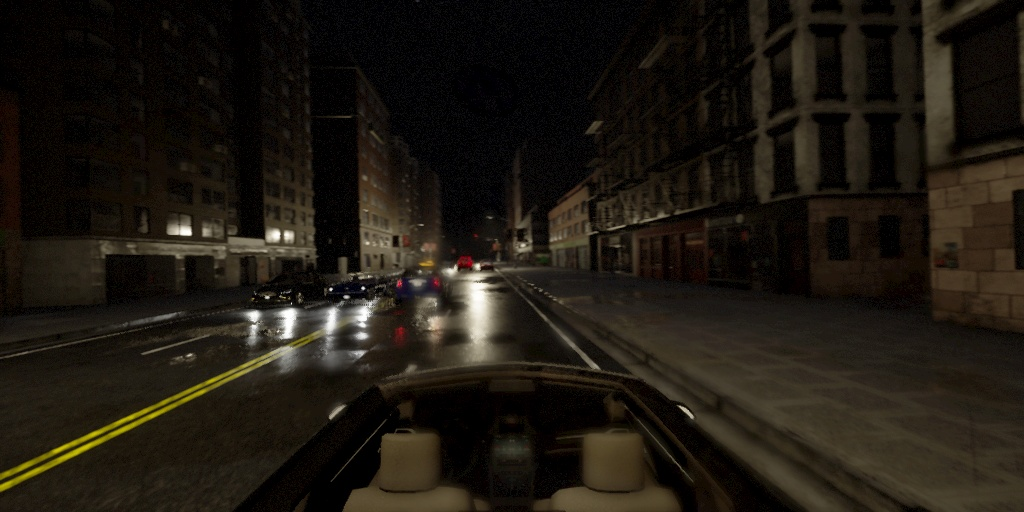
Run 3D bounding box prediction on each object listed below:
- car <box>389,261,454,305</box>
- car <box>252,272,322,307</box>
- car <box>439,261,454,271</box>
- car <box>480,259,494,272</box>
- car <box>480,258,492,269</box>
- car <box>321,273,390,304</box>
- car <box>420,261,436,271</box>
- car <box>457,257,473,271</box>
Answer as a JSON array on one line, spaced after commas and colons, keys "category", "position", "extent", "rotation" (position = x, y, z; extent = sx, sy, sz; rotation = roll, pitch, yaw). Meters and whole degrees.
[{"category": "car", "position": [-4.226, 1.242, 17.581], "extent": [2.097, 1.767, 4.553], "rotation": [-2, 0, -4]}, {"category": "car", "position": [-10.990, 1.592, 18.237], "extent": [1.837, 1.490, 4.892], "rotation": [-2, 0, -4]}, {"category": "car", "position": [-10.994, 1.612, 60.692], "extent": [1.882, 1.535, 5.008], "rotation": [-2, 0, -4]}, {"category": "car", "position": [-3.585, 1.472, 51.031], "extent": [1.994, 1.385, 4.181], "rotation": [-2, 0, -4]}, {"category": "car", "position": [-4.734, 1.309, 64.425], "extent": [2.097, 1.767, 4.553], "rotation": [-2, 0, -4]}, {"category": "car", "position": [-7.764, 1.595, 18.679], "extent": [1.895, 1.301, 4.718], "rotation": [-2, 0, -4]}, {"category": "car", "position": [-14.268, 1.706, 61.044], "extent": [1.882, 1.535, 5.008], "rotation": [-2, 0, -4]}, {"category": "car", "position": [-7.161, 1.237, 55.019], "extent": [2.150, 2.045, 5.566], "rotation": [-2, 0, -4]}]
